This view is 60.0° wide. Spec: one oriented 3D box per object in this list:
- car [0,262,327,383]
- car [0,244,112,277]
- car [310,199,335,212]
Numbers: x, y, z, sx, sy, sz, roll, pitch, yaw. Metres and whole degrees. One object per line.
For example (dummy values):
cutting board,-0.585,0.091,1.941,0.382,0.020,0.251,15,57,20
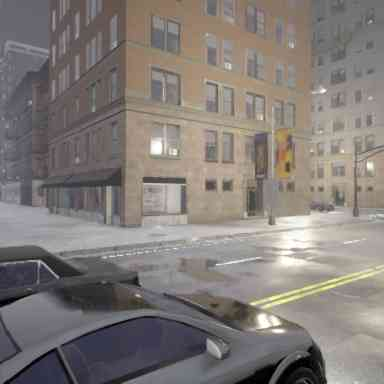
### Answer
car,-0.644,1.564,2.969,4.181,1.385,1.994,0,0,-37
car,-3.336,1.601,5.267,4.718,1.301,1.895,0,0,-37
car,14.085,1.552,38.149,1.994,1.385,4.181,0,0,-36
